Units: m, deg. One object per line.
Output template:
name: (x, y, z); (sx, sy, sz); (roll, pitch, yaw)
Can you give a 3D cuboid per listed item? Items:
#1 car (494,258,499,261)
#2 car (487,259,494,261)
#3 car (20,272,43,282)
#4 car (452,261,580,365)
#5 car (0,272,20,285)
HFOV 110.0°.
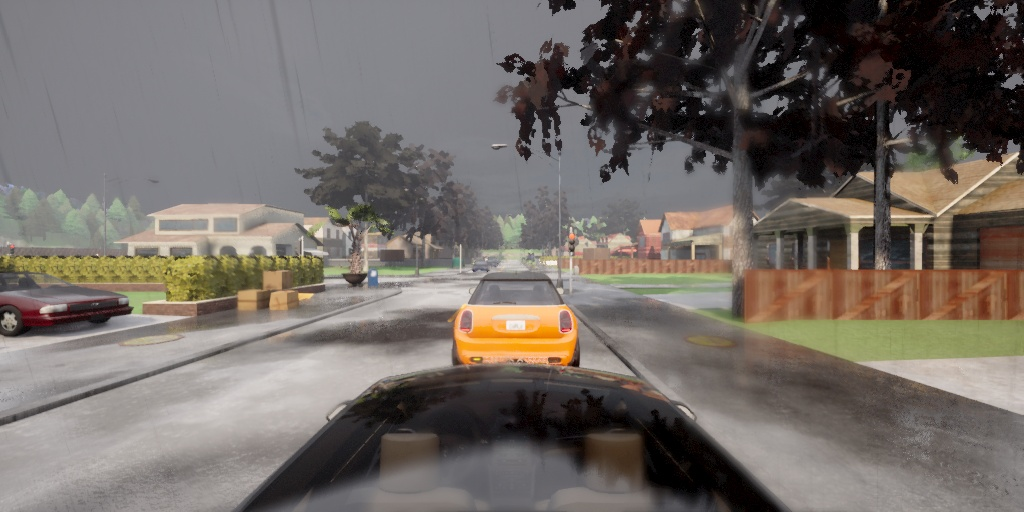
car: (-3.593, 1.314, 59.103); (1.994, 1.385, 4.181); (0, 0, 1)
car: (-3.737, 1.297, 43.871); (2.033, 1.411, 5.357); (0, 0, 1)
car: (-44.126, 1.102, 30.816); (4.553, 1.767, 2.097); (0, 0, 1)
car: (0.097, 1.102, 7.738); (2.097, 1.767, 4.553); (0, 0, 1)
car: (-40.287, 1.314, 26.736); (4.181, 1.385, 1.994); (0, 0, 1)
